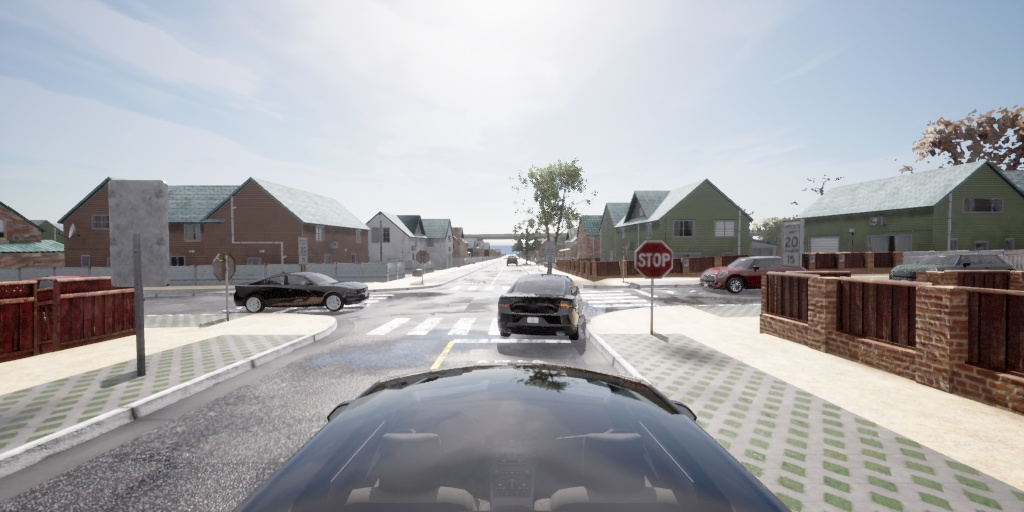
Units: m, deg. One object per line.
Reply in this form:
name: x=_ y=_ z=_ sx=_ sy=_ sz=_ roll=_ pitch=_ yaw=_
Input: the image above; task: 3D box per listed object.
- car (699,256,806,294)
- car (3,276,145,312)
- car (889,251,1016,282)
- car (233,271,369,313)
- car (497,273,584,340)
car: x=11.814 y=0.821 z=17.712 sx=4.553 sy=1.767 sz=2.097 roll=-1 pitch=2 yaw=0
car: x=-18.015 y=1.547 z=14.580 sx=5.008 sy=1.535 sz=1.882 roll=-1 pitch=2 yaw=0
car: x=21.709 y=0.646 z=17.778 sx=4.553 sy=1.767 sz=2.097 roll=-1 pitch=2 yaw=0
car: x=-8.462 y=1.377 z=14.638 sx=5.008 sy=1.535 sz=1.882 roll=-1 pitch=2 yaw=0
car: x=0.962 y=1.225 z=10.107 sx=1.882 sy=1.535 sz=5.008 roll=0 pitch=0 yaw=12
